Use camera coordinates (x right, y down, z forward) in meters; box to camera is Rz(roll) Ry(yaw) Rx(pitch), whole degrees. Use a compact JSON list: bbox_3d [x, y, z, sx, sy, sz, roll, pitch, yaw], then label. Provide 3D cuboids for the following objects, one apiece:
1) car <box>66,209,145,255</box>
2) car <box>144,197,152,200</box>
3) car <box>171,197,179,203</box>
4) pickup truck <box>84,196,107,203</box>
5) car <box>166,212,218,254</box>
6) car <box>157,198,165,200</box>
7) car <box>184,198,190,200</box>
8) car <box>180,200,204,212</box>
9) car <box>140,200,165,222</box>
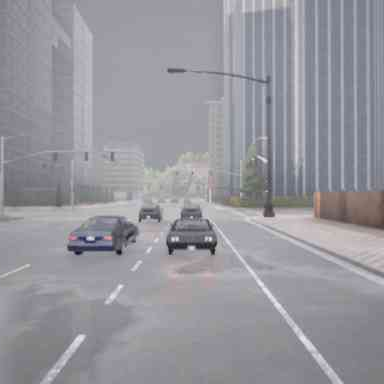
[{"bbox_3d":[-3.507,1.679,13.984,2.033,1.411,5.357,0,-1,0],"label":"car"},{"bbox_3d":[-11.757,2.181,88.581,2.097,1.767,4.553,0,-1,-1],"label":"car"},{"bbox_3d":[-4.777,2.349,89.858,1.812,1.442,4.674,0,-1,-1],"label":"car"},{"bbox_3d":[-24.839,1.863,86.038,2.390,2.098,6.274,0,-1,30],"label":"pickup truck"},{"bbox_3d":[-0.006,1.734,14.104,1.895,1.301,4.718,0,0,0],"label":"car"},{"bbox_3d":[-8.257,2.379,88.606,1.994,1.385,4.181,0,-1,-1],"label":"car"},{"bbox_3d":[-1.278,2.367,89.947,2.033,1.411,5.357,0,-1,-1],"label":"car"},{"bbox_3d":[-0.011,1.783,29.345,1.837,1.490,4.892,0,0,1],"label":"car"},{"bbox_3d":[-3.558,1.783,29.314,1.837,1.490,4.892,0,0,-1],"label":"car"}]
